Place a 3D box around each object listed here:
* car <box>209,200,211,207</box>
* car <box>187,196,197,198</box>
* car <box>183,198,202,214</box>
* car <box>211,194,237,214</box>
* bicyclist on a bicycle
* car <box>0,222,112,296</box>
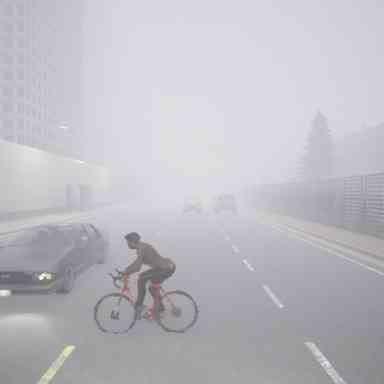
[{"bbox_3d":[3.480,1.526,46.897,1.812,1.442,4.674,0,0,0],"label":"car"},{"bbox_3d":[-0.017,1.352,45.061,2.097,1.767,4.553,0,0,0],"label":"car"},{"bbox_3d":[0.041,1.601,35.173,1.895,1.301,4.718,0,0,0],"label":"car"},{"bbox_3d":[3.499,1.223,35.788,2.150,2.045,5.566,0,0,1],"label":"car"},{"bbox_3d":[-0.746,1.455,5.254,1.656,1.620,0.582,-2,0,0],"label":"bicyclist on a bicycle"},{"bbox_3d":[-3.607,1.547,9.023,2.033,1.411,5.357,0,0,0],"label":"car"}]
